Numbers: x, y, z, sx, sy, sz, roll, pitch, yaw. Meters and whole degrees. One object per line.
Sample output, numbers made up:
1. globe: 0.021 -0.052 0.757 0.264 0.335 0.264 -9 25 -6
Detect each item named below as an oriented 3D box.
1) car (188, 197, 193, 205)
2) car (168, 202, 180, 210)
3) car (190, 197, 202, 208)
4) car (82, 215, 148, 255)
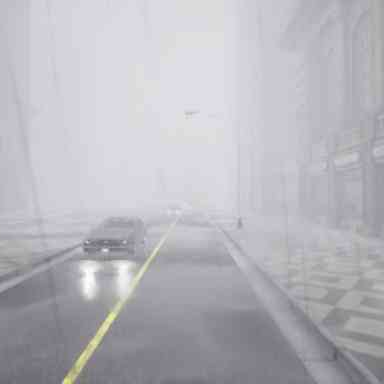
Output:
1. car: 0.019 2.547 82.424 1.994 1.385 4.181 0 -1 0
2. car: -3.043 2.365 56.228 1.895 1.301 4.718 0 -1 1
3. car: 1.064 2.353 65.579 1.801 1.575 5.366 0 -1 0
4. car: -3.098 1.739 14.551 2.033 1.411 5.357 0 -1 0
